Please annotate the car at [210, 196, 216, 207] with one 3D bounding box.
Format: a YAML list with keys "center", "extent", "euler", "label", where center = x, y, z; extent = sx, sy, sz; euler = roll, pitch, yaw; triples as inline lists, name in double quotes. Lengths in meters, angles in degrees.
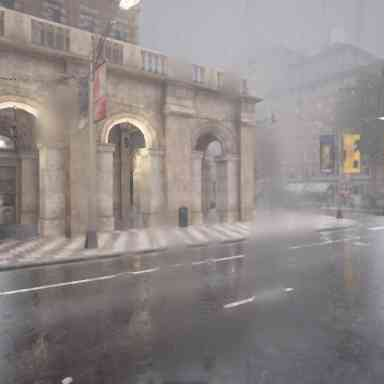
- center: [1.428, 1.585, 46.360]
  extent: [1.895, 1.301, 4.718]
  euler: [0, 0, -36]
  label: "car"

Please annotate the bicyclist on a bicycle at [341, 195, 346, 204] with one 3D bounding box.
- center: [26.016, 1.281, 56.959]
  extent: [1.656, 1.620, 0.582]
  euler: [0, 0, -36]
  label: "bicyclist on a bicycle"

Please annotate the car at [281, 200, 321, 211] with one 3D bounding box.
- center: [13.423, 1.588, 41.130]
  extent: [1.895, 1.301, 4.718]
  euler: [0, 0, -36]
  label: "car"

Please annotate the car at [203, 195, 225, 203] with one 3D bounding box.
- center: [4.709, 1.502, 72.949]
  extent: [2.128, 1.511, 4.902]
  euler: [0, 0, -36]
  label: "car"
